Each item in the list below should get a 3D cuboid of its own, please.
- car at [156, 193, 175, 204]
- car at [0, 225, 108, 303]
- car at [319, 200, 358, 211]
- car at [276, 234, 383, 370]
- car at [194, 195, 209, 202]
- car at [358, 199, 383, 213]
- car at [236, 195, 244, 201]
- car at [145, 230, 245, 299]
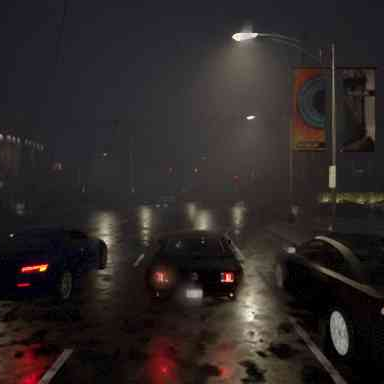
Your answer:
[{"bbox_3d":[-4.916,1.194,63.426,2.150,2.045,5.566,0,0,17],"label":"car"},{"bbox_3d":[-3.434,1.522,8.052,1.812,1.442,4.674,0,0,0],"label":"car"},{"bbox_3d":[17.921,1.584,40.118,4.718,1.301,1.895,0,0,0],"label":"car"},{"bbox_3d":[2.904,1.477,5.910,2.097,1.535,5.008,0,0,0],"label":"car"},{"bbox_3d":[2.237,1.491,77.236,1.812,1.442,4.674,0,0,36],"label":"car"},{"bbox_3d":[21.359,1.510,36.598,4.674,1.442,1.812,0,0,-1],"label":"car"},{"bbox_3d":[13.988,1.501,87.738,5.357,1.411,2.033,0,0,-37],"label":"car"},{"bbox_3d":[0.069,1.597,8.375,1.895,1.301,4.718,0,0,1],"label":"car"}]
